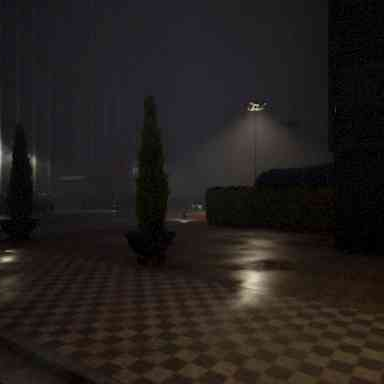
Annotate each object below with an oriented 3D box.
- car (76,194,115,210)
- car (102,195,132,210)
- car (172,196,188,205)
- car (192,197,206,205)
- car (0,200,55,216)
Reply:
[{"bbox_3d":[-12.337,1.223,43.582,2.150,2.045,5.566,0,0,35],"label":"car"},{"bbox_3d":[-8.713,1.501,42.659,1.837,1.490,4.892,0,1,35],"label":"car"},{"bbox_3d":[-2.744,1.492,57.254,2.128,1.511,4.902,0,0,35],"label":"car"},{"bbox_3d":[1.904,1.531,57.759,1.812,1.442,4.674,0,0,35],"label":"car"},{"bbox_3d":[-15.878,1.505,32.366,1.837,1.490,4.892,0,0,35],"label":"car"}]
